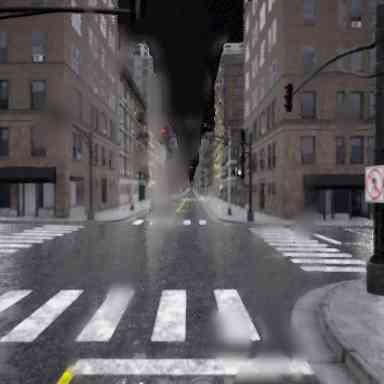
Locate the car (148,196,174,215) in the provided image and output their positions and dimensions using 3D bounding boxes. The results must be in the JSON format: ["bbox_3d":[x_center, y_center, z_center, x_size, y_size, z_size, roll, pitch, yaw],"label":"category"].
[{"bbox_3d":[-2.990,1.401,31.918,1.812,1.442,4.674,0,1,0],"label":"car"}]

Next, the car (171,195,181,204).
[{"bbox_3d":[-2.990,1.279,55.993,1.812,1.442,4.674,0,1,0],"label":"car"}]
